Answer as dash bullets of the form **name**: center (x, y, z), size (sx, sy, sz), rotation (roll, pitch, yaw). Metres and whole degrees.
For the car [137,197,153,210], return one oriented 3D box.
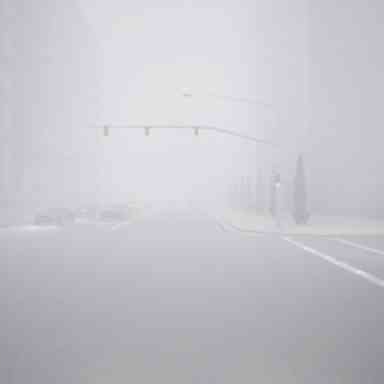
- **car**: center (-7.037, 1.956, 50.916), size (2.033, 1.411, 5.357), rotation (0, 0, 1)

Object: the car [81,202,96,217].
- **car**: center (-10.582, 1.772, 34.881), size (2.128, 1.511, 4.902), rotation (0, 0, 0)

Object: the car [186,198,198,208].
- **car**: center (0.008, 1.942, 57.911), size (1.882, 1.535, 5.008), rotation (0, 0, 0)

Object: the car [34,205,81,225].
- **car**: center (-10.595, 1.773, 26.012), size (1.994, 1.385, 4.181), rotation (0, 0, 1)

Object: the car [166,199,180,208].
- **car**: center (-3.391, 2.004, 56.976), size (2.033, 1.411, 5.357), rotation (0, 0, 0)

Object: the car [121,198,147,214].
- **car**: center (-7.064, 1.801, 40.256), size (1.882, 1.535, 5.008), rotation (0, 0, 0)

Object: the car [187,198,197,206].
- **car**: center (0.009, 2.004, 67.306), size (1.882, 1.535, 5.008), rotation (0, 0, 0)

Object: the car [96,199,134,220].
- **car**: center (-7.071, 1.727, 30.989), size (1.882, 1.535, 5.008), rotation (0, 0, 0)

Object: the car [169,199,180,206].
- **car**: center (-3.491, 2.104, 68.160), size (1.994, 1.385, 4.181), rotation (0, 0, 0)
